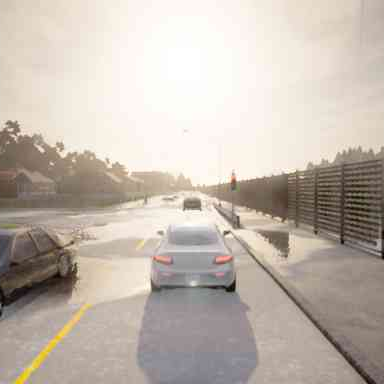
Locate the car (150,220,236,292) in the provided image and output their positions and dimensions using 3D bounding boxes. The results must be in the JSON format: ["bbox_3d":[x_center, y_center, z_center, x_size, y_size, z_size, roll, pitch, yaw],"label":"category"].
[{"bbox_3d":[0.035,1.444,8.568,1.812,1.442,4.674,0,1,0],"label":"car"}]

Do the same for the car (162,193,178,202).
[{"bbox_3d":[-4.184,0.989,59.452,2.033,1.411,5.357,0,1,1],"label":"car"}]

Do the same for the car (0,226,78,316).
[{"bbox_3d":[-4.101,1.481,7.016,2.033,1.411,5.357,0,0,0],"label":"car"}]

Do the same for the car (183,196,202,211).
[{"bbox_3d":[0.013,1.140,35.856,1.882,1.535,5.008,0,1,0],"label":"car"}]

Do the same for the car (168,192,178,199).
[{"bbox_3d":[-4.171,0.835,75.098,2.033,1.411,5.357,0,1,0],"label":"car"}]
